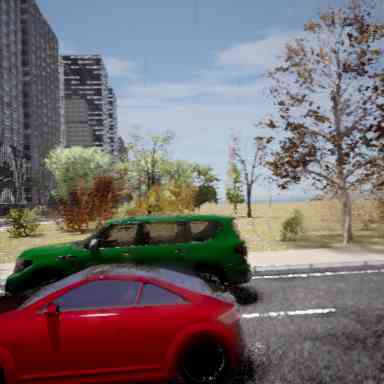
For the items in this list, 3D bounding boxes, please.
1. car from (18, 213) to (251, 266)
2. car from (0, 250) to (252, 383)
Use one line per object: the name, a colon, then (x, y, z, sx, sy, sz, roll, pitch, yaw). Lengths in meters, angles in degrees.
car: (-1.358, 1.587, 8.149, 5.566, 2.045, 2.150, -1, -2, -7)
car: (-1.359, 1.803, 4.865, 4.181, 1.385, 1.994, -1, -2, -7)
